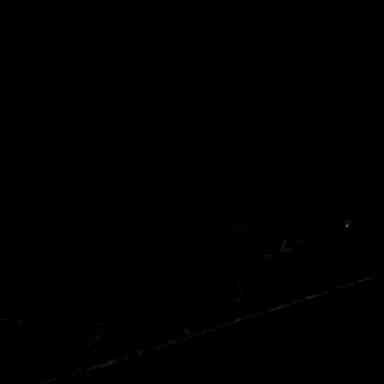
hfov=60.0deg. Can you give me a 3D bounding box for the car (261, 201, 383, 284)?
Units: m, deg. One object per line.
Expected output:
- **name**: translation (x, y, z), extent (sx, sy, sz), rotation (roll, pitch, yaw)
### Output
- **car**: translation (3.854, 1.198, 9.403), extent (5.009, 1.841, 2.192), rotation (-1, 0, -36)

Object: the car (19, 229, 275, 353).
- **car**: translation (-0.730, 1.527, 6.131), extent (4.313, 1.339, 1.947), rotation (-1, 0, -36)
